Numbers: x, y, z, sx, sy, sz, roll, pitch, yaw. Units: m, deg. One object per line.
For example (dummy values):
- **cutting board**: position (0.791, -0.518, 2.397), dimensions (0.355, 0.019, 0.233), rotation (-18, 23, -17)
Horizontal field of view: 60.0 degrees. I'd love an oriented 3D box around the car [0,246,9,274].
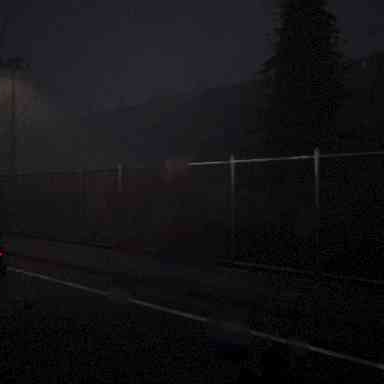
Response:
- **car**: position (-6.985, 1.563, 8.879), dimensions (5.357, 1.411, 2.033), rotation (0, 0, 36)
